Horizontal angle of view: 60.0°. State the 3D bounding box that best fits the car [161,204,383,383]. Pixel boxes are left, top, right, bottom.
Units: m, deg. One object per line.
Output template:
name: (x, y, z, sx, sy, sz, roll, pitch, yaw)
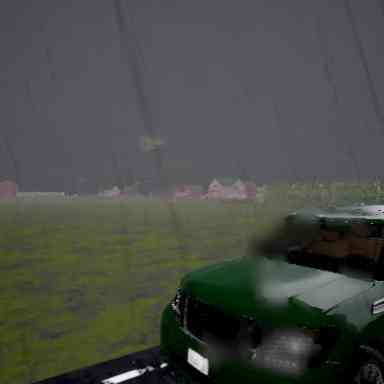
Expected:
car: (2.304, 1.236, 4.712, 5.566, 2.045, 2.150, 0, 0, -35)
